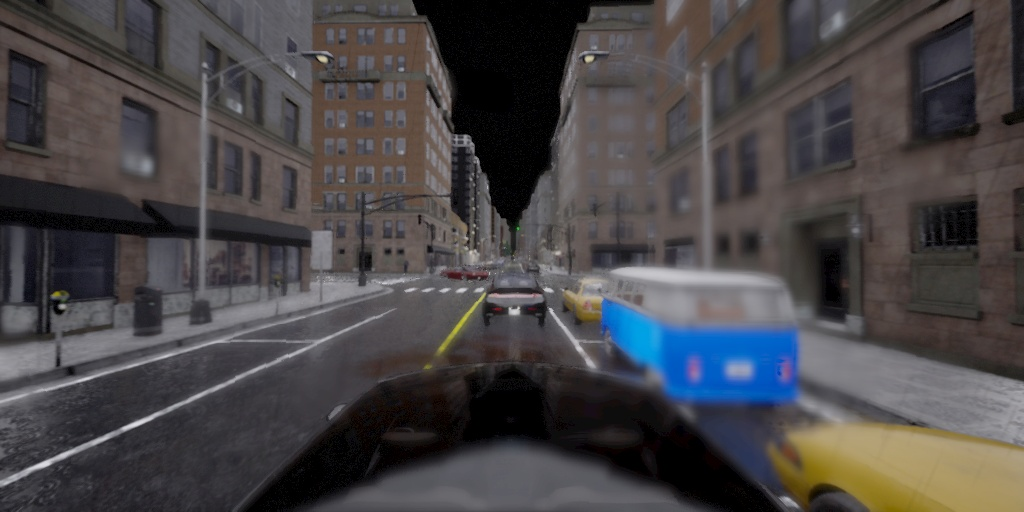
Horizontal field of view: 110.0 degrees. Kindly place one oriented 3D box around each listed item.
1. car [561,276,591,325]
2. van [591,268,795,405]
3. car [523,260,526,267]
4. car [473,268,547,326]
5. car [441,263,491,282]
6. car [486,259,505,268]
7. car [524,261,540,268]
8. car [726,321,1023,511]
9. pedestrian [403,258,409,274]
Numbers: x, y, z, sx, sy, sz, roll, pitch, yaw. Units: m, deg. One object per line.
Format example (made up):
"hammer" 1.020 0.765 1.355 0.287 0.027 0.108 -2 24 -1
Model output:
"car" 2.665 1.340 11.903 1.751 1.417 4.829 0 0 0
"van" 2.667 1.119 6.060 1.690 1.789 3.998 0 0 0
"car" 3.038 1.634 54.927 1.888 1.381 4.507 0 0 1
"car" 0.092 1.306 11.978 2.128 1.511 4.902 0 -1 0
"car" -4.283 1.543 31.392 1.895 1.301 4.718 0 -1 -44
"car" -2.632 1.679 58.952 1.994 1.385 4.181 0 0 1
"car" 2.969 1.620 49.396 1.948 1.339 4.313 0 0 1
"car" 2.668 1.267 0.556 1.751 1.417 4.829 0 0 0
"pedestrian" -12.371 1.157 41.771 0.375 1.860 0.375 0 -1 0
